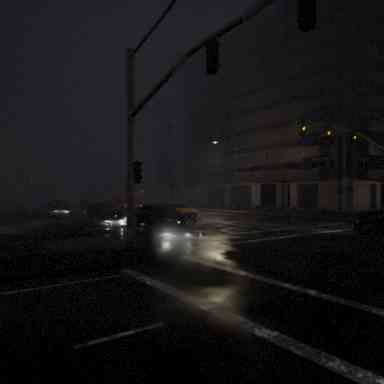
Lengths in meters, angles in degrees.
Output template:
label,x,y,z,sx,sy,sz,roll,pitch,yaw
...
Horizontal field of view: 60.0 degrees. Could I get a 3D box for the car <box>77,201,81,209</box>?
label,x,y,z,sx,sy,sz,roll,pitch,yaw
car,-13.535,1.603,43.779,2.033,1.411,5.357,0,0,-35

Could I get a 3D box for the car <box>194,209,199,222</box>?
label,x,y,z,sx,sy,sz,roll,pitch,yaw
car,-1.419,1.533,26.702,1.882,1.535,5.008,0,0,-35

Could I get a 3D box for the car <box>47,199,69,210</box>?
label,x,y,z,sx,sy,sz,roll,pitch,yaw
car,-17.600,1.603,43.473,2.033,1.411,5.357,0,0,-35

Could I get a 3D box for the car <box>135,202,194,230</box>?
label,x,y,z,sx,sy,sz,roll,pitch,yaw
car,-2.190,1.560,21.743,1.837,1.490,4.892,0,0,-36

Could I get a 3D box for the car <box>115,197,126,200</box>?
label,x,y,z,sx,sy,sz,roll,pitch,yaw
car,-6.792,1.407,34.265,2.097,1.767,4.553,0,0,-35

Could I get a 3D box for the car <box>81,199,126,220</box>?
label,x,y,z,sx,sy,sz,roll,pitch,yaw
car,-7.831,1.603,29.682,2.033,1.411,5.357,0,0,-35

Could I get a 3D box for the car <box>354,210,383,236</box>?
label,x,y,z,sx,sy,sz,roll,pitch,yaw
car,10.545,1.519,16.255,2.128,1.511,4.902,0,0,-35

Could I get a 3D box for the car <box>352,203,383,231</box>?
label,x,y,z,sx,sy,sz,roll,pitch,yaw
car,12.420,1.507,19.657,1.882,1.535,5.008,0,0,-35
